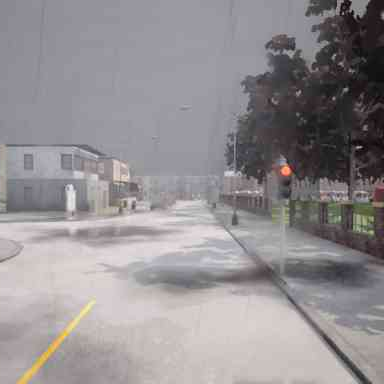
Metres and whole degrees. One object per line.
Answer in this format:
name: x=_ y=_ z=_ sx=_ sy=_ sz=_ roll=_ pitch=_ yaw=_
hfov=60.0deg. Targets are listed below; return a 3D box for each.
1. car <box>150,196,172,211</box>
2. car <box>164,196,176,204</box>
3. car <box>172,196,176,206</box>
car: x=-4.081 y=1.547 z=41.941 sx=2.033 sy=1.411 sz=5.357 roll=0 pitch=0 yaw=0
car: x=-4.036 y=1.526 z=62.259 sx=1.812 sy=1.442 sz=4.674 roll=0 pitch=0 yaw=1
car: x=-4.070 y=1.352 z=52.043 sx=2.097 sy=1.767 sz=4.553 roll=0 pitch=0 yaw=0
